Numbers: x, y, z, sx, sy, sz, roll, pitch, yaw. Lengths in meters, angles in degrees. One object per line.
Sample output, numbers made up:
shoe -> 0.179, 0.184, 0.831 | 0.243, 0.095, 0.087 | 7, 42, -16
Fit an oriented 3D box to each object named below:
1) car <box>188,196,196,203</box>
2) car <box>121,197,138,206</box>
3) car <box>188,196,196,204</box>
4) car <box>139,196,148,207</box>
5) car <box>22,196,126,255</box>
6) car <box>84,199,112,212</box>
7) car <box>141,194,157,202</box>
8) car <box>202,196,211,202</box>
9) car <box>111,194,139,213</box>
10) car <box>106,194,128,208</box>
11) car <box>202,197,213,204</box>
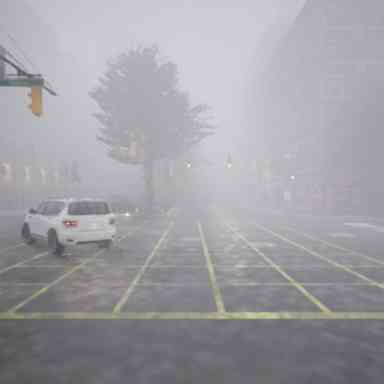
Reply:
car -> 0.017, 1.734, 80.509 | 1.837, 1.490, 4.892 | 0, 0, 0
car -> -11.487, 1.671, 61.634 | 2.128, 1.511, 4.902 | 0, 0, 0
car -> 0.015, 1.746, 71.047 | 2.033, 1.411, 5.357 | 0, 0, 0
car -> -8.013, 1.666, 48.391 | 1.812, 1.442, 4.674 | 0, 0, 1
car -> -5.245, 1.262, 13.836 | 2.150, 2.045, 5.566 | 1, -1, -42
car -> -11.559, 1.611, 41.276 | 2.128, 1.511, 4.902 | 0, 0, 0
car -> -7.988, 1.390, 58.009 | 2.150, 2.045, 5.566 | 0, 0, 0
car -> 3.517, 1.787, 80.509 | 1.994, 1.385, 4.181 | 0, 0, 0
car -> -8.071, 1.467, 39.507 | 2.097, 1.767, 4.553 | 0, 0, 0
car -> -11.489, 1.370, 51.196 | 2.150, 2.045, 5.566 | 0, 0, 0
car -> 3.515, 1.748, 71.508 | 2.033, 1.411, 5.357 | 0, 0, 0
